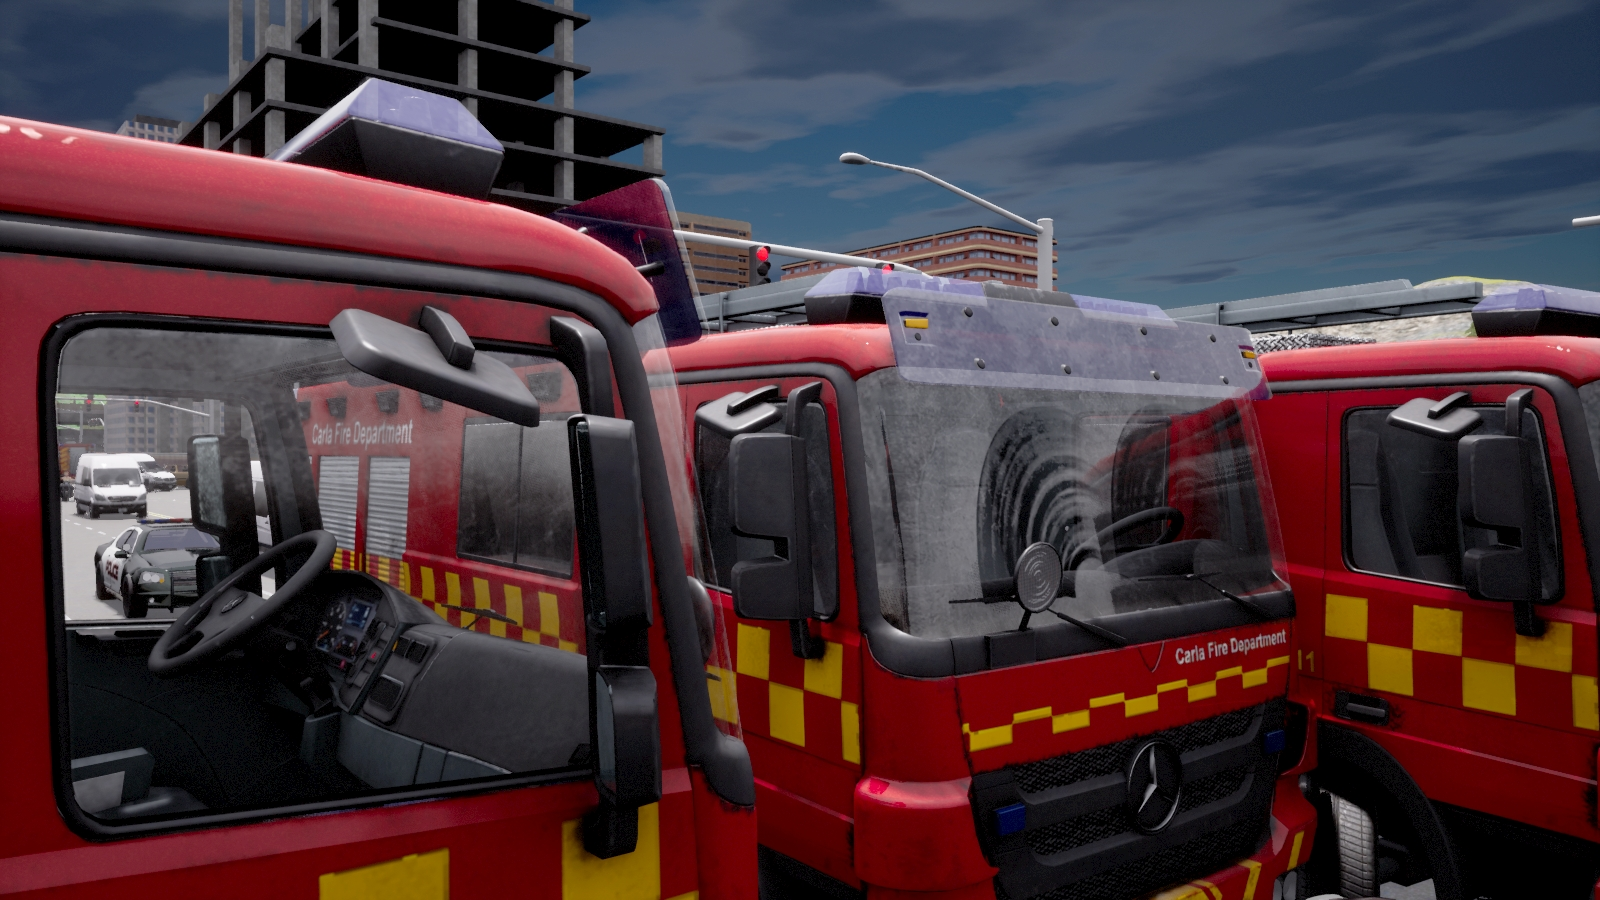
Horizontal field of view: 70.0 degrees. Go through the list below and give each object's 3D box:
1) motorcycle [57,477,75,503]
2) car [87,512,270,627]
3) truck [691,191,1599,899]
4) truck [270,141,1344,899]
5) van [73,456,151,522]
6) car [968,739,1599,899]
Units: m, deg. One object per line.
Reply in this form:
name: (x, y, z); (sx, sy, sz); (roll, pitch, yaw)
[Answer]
motorcycle: (-39.438, 2.151, 61.391); (0.764, 1.307, 2.356); (1, 0, -32)
car: (-11.386, 2.037, 20.746); (2.038, 1.542, 4.974); (0, 0, -39)
truck: (2.348, 0.890, 8.605); (2.891, 3.827, 8.468); (0, 0, -31)
truck: (-1.099, 0.890, 8.003); (2.891, 3.827, 8.468); (0, 0, -38)
van: (-28.871, 1.534, 47.861); (1.988, 2.561, 5.915); (0, 0, -39)
car: (2.437, 2.065, 3.109); (1.970, 1.475, 3.806); (0, 0, -30)
